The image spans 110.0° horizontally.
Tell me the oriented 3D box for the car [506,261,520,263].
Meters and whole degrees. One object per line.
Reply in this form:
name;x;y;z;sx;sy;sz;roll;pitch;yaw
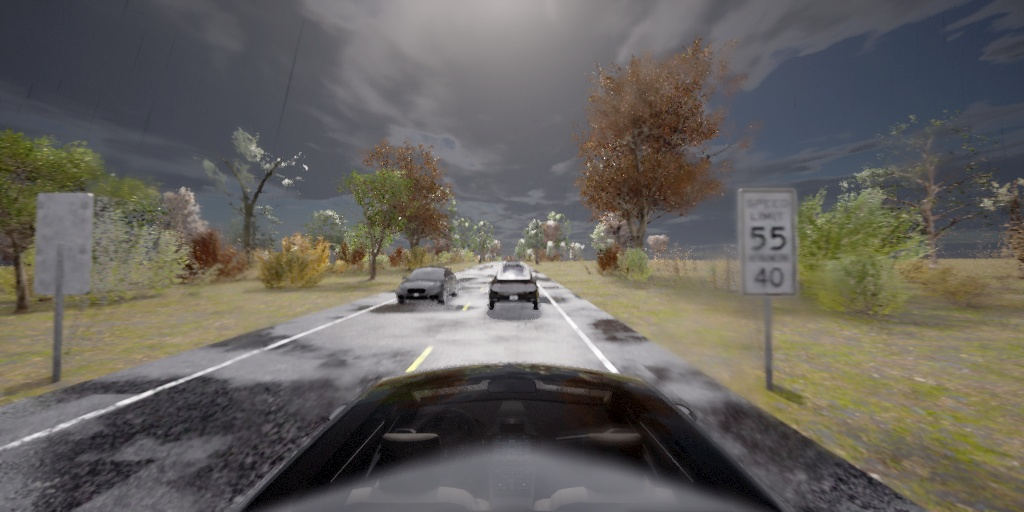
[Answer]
car;0.086;1.176;34.850;1.837;1.490;4.892;0;0;0

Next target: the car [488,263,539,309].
car;0.070;1.200;14.618;2.128;1.511;4.902;0;0;0

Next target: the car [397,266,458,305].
car;-3.558;1.211;15.827;1.837;1.490;4.892;0;0;0
